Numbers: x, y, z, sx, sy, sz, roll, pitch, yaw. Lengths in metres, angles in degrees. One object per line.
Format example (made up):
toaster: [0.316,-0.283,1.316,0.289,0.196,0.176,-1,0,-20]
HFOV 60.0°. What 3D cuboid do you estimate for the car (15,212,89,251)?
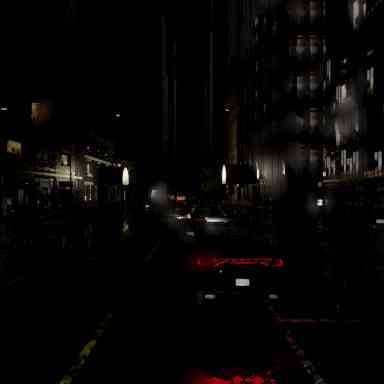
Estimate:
car: [-5.667,1.550,13.935,2.008,1.369,4.403,0,0,0]

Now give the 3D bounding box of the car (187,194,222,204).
car: [0.948,1.226,24.496,2.150,2.045,5.566,0,0,0]

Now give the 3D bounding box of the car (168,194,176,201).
car: [-5.516,1.485,91.272,1.967,1.590,4.097,0,0,0]

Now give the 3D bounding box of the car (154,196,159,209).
car: [-5.613,1.552,41.555,1.887,1.381,4.507,0,0,0]

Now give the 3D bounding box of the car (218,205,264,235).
car: [2.724,1.551,19.445,2.008,1.369,4.403,0,0,0]

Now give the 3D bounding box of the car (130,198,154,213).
car: [-5.624,1.555,36.031,2.008,1.369,4.403,0,0,0]

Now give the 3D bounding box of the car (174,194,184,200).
car: [-2.831,1.393,86.862,2.097,1.767,4.553,0,0,0]

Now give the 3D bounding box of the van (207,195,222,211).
van: [2.765,1.349,41.542,1.690,1.788,3.998,0,0,0]

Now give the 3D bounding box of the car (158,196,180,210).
car: [-3.016,1.556,43.447,2.033,1.411,5.357,0,0,0]

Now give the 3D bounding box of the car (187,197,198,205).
car: [0.115,1.583,58.914,1.994,1.385,4.181,0,0,0]

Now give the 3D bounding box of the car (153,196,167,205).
car: [-5.581,1.459,58.127,1.967,1.590,4.097,0,0,0]

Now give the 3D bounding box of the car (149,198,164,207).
car: [-5.591,1.581,52.603,1.947,1.339,4.313,0,0,0]

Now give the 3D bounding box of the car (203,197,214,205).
car: [2.800,1.544,58.284,1.752,1.417,4.829,0,0,0]

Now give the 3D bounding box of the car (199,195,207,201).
car: [2.854,1.566,85.905,1.752,1.417,4.829,0,0,0]

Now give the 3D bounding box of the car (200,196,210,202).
car: [2.832,1.582,74.687,2.008,1.369,4.403,0,0,0]

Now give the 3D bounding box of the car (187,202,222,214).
car: [0.813,1.504,18.467,1.837,1.490,4.892,0,0,0]

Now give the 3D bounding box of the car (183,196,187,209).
car: [0.106,1.515,45.725,1.837,1.490,4.892,0,0,0]

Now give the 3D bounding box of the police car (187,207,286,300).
police car: [0.916,1.425,8.577,1.930,1.638,5.238,0,0,0]
